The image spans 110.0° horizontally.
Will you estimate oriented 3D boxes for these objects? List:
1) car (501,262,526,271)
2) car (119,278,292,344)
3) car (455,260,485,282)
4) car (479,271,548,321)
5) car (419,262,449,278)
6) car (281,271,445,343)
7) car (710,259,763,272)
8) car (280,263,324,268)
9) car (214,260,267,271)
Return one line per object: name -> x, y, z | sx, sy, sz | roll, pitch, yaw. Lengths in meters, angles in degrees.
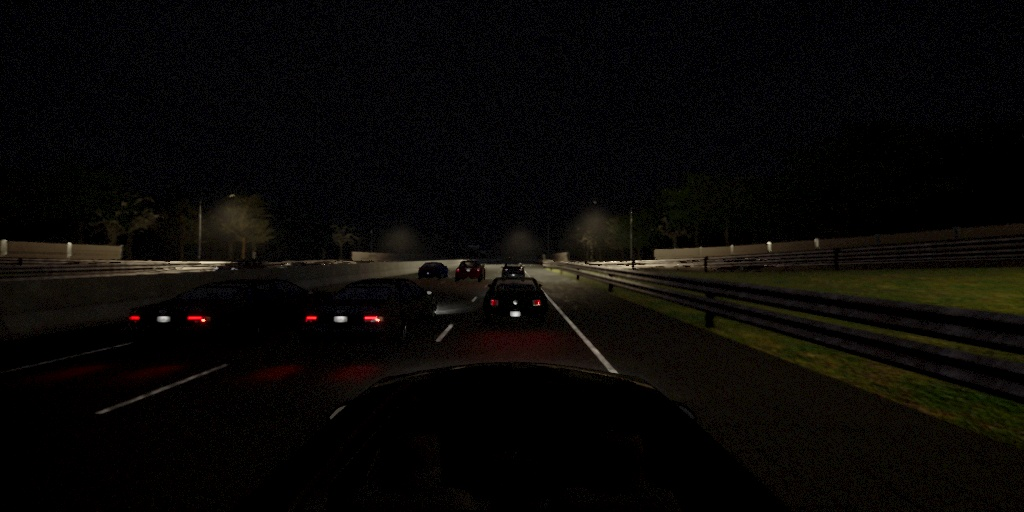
car -> 0.101, 1.280, 30.178 | 2.128, 1.511, 4.902 | 0, 0, 0
car -> -6.900, 1.304, 9.610 | 2.033, 1.411, 5.357 | 0, 0, 0
car -> -3.399, 1.140, 29.955 | 2.097, 1.767, 4.553 | 0, 0, 0
car -> 0.100, 1.360, 12.414 | 1.895, 1.301, 4.718 | 0, 0, 0
car -> -6.899, 1.270, 31.882 | 1.882, 1.535, 5.008 | 0, 0, 0
car -> -3.400, 1.304, 9.615 | 2.033, 1.411, 5.357 | 0, 0, 0
car -> 22.267, 0.822, 35.814 | 1.882, 1.535, 5.008 | 0, -3, -18
car -> -17.598, 1.338, 31.127 | 2.033, 1.411, 5.357 | 0, 0, 0
car -> -24.592, 1.145, 32.592 | 2.097, 1.767, 4.553 | 0, 0, 0
